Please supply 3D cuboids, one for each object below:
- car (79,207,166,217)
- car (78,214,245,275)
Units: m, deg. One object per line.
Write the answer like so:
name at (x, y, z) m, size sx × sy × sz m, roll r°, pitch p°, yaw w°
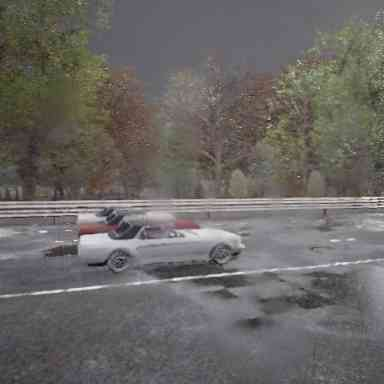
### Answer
car at (-2.022, 1.430, 13.173) m, size 4.718 × 1.301 × 1.895 m, roll 0°, pitch 1°, yaw -19°
car at (-0.873, 1.481, 9.869) m, size 4.718 × 1.301 × 1.895 m, roll 0°, pitch 1°, yaw -19°
